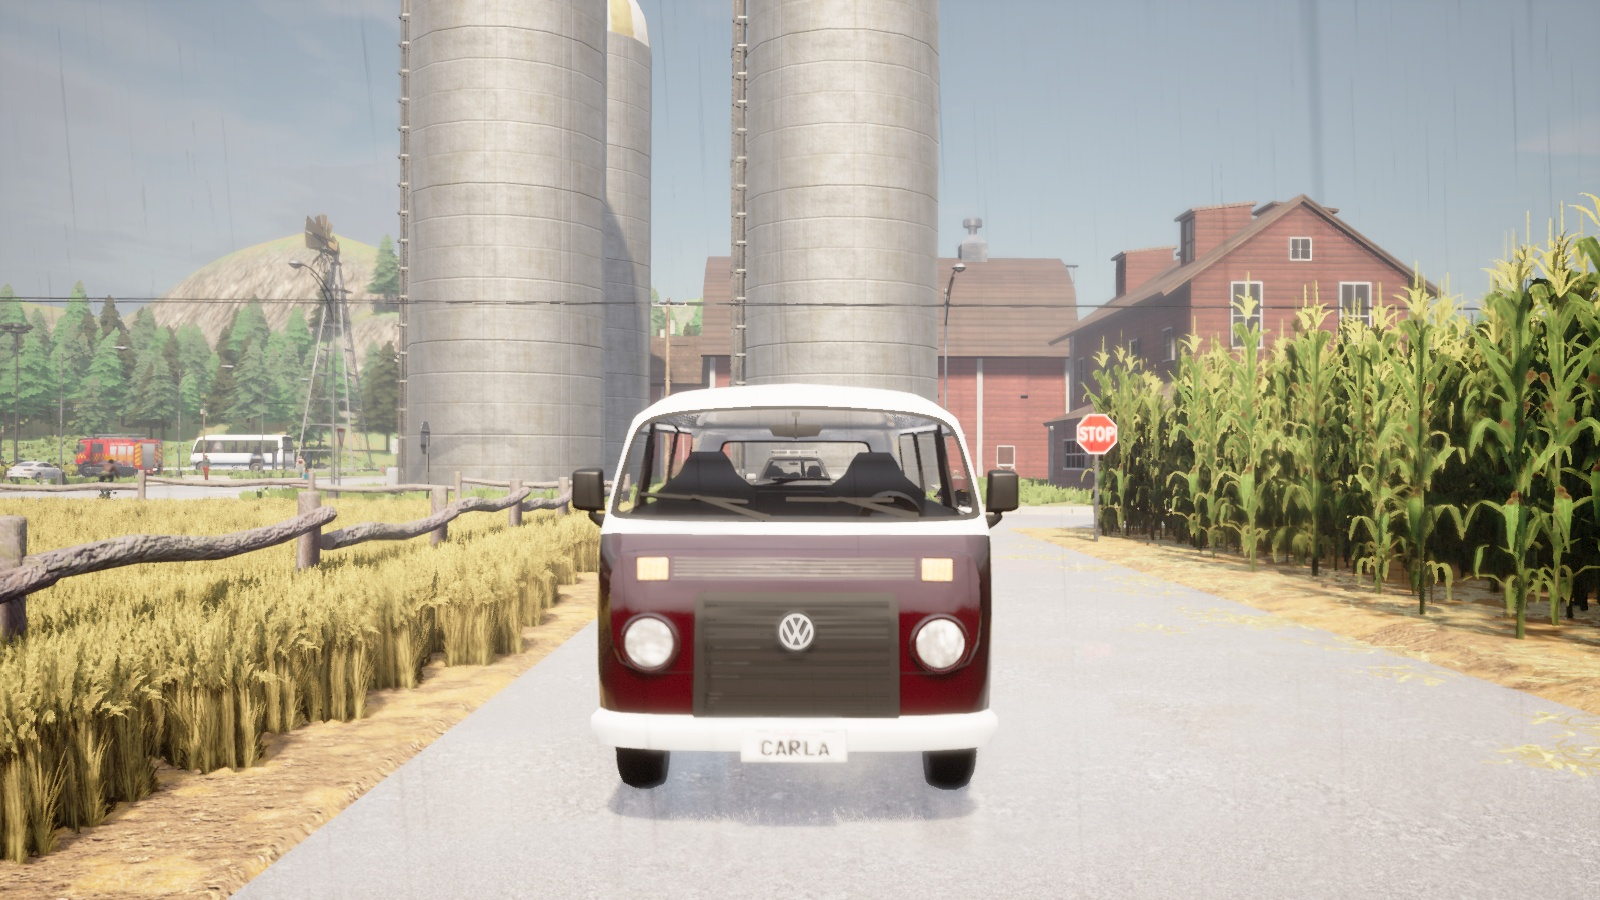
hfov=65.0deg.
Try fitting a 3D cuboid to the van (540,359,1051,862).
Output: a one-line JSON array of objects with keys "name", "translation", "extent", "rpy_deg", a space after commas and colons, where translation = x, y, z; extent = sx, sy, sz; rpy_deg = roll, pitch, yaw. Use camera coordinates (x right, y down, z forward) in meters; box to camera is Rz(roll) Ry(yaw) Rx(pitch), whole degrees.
[{"name": "van", "translation": [-0.023, 0.641, 7.345], "extent": [2.069, 2.038, 4.480], "rpy_deg": [0, 0, 0]}]
